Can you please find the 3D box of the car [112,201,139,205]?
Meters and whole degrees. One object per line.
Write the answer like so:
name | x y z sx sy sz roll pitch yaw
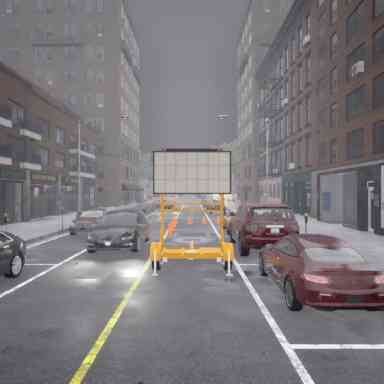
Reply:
car | -5.380 1.551 23.996 2.008 1.369 4.403 0 0 0

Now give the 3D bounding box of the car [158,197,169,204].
car | -5.366 1.601 62.628 1.802 1.307 4.206 0 0 0

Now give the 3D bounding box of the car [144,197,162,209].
car | -5.372 1.446 46.071 1.967 1.590 4.097 0 0 0

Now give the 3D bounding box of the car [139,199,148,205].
car | -5.378 1.545 29.515 1.887 1.381 4.507 0 0 0

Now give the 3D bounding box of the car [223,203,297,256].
car | 2.642 1.315 12.962 2.192 1.841 5.009 0 0 0

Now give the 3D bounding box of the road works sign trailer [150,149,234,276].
road works sign trailer | 0.003 0.464 10.330 2.380 3.560 2.880 0 0 0

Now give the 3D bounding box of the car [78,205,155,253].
car | -2.845 1.505 13.693 1.837 1.490 4.892 0 0 0

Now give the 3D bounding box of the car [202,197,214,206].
car | 2.657 1.596 57.107 1.802 1.307 4.206 0 0 0

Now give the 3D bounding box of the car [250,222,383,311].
car | 2.639 1.582 7.443 1.802 1.307 4.206 0 0 0

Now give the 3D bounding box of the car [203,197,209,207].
car | 2.651 1.584 40.553 1.802 1.307 4.206 0 0 0

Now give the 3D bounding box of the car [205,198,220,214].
car | 2.649 1.583 35.035 1.802 1.307 4.206 0 0 0

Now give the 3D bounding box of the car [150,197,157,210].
car | -5.374 1.553 40.552 2.008 1.369 4.403 0 0 0

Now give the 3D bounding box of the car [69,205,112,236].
car | -5.382 1.582 18.477 1.802 1.307 4.206 0 0 0

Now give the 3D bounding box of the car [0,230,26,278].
car | -5.386 1.551 7.439 2.008 1.369 4.403 0 0 0

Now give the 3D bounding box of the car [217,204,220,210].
car | 2.639 1.525 18.648 1.752 1.417 4.829 0 0 0

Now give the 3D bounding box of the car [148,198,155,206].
car | -5.376 1.567 35.034 1.947 1.339 4.313 0 0 0

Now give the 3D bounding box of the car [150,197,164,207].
car | -5.370 1.535 51.419 1.752 1.417 4.829 0 0 0

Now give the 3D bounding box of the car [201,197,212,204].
car | 2.659 1.585 62.626 1.947 1.339 4.313 0 0 0

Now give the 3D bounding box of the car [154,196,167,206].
car | -5.368 1.454 57.109 1.967 1.590 4.097 0 0 0

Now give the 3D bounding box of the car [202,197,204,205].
car | 2.653 1.531 46.241 1.752 1.417 4.829 0 0 0

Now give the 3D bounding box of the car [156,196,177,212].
car | -2.736 1.480 39.121 1.882 1.535 5.008 0 0 0
